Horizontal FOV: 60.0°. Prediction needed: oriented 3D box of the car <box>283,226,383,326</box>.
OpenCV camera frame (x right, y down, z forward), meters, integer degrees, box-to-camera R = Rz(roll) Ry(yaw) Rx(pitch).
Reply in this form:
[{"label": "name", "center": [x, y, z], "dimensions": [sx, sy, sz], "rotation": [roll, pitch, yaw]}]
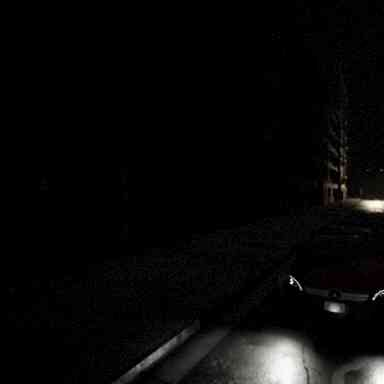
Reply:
[{"label": "car", "center": [3.310, 1.524, 7.195], "dimensions": [1.812, 1.442, 4.674], "rotation": [0, 0, 28]}]
